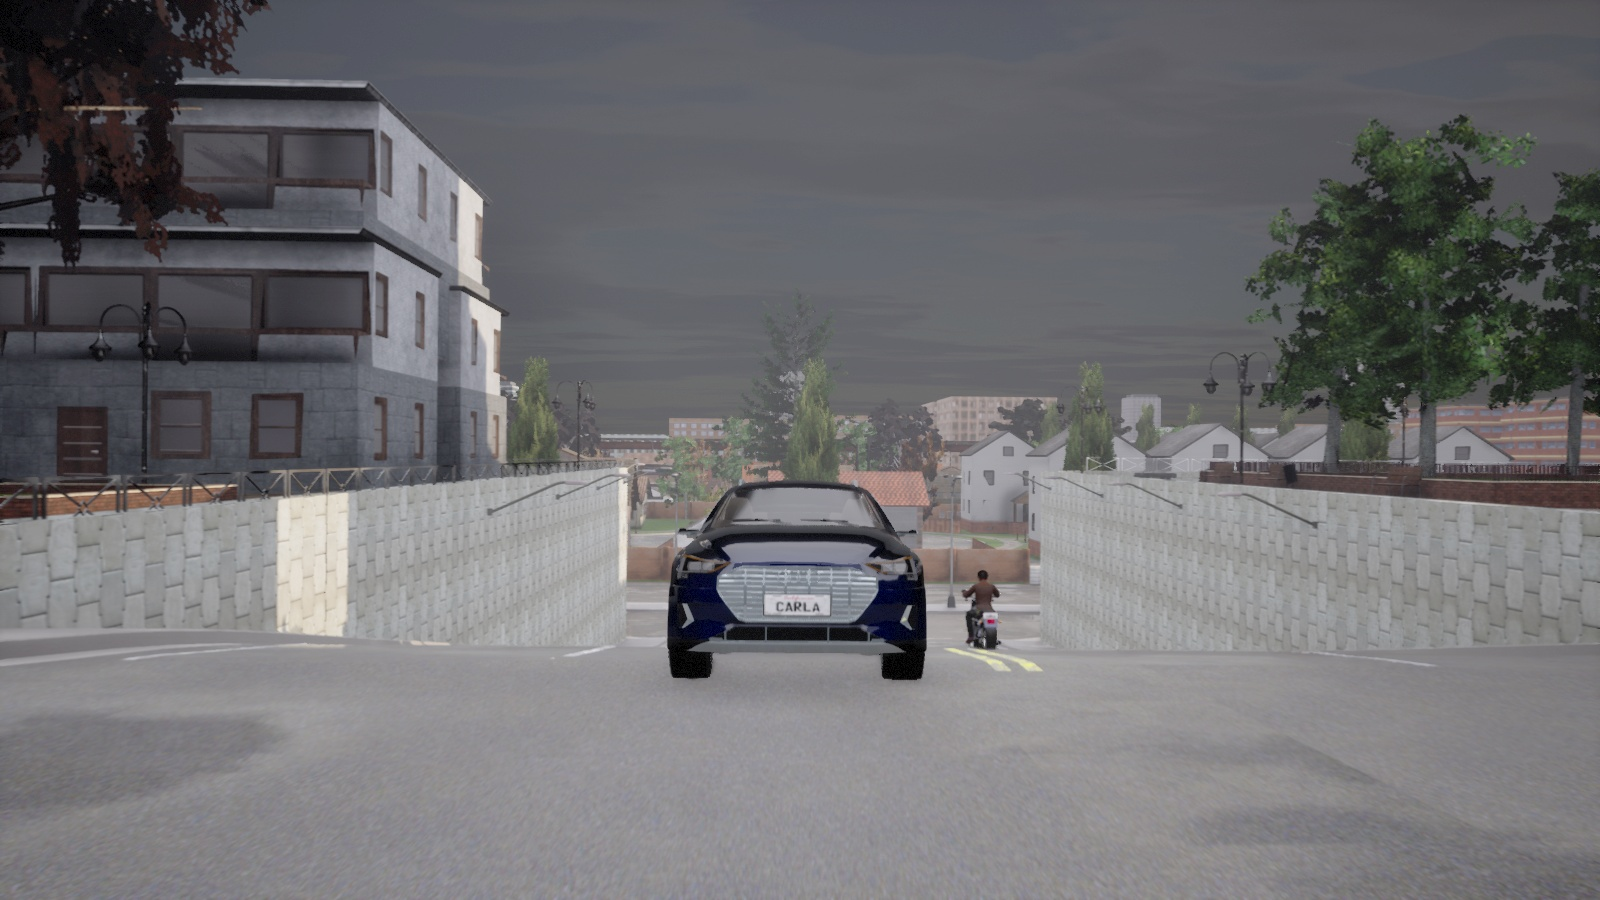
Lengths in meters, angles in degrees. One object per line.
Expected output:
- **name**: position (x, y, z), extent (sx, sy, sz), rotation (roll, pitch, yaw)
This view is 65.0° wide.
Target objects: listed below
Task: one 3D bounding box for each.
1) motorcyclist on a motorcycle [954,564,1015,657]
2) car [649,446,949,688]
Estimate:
- **motorcyclist on a motorcycle**: position (3.465, 3.070, 23.770), extent (0.766, 1.649, 2.350), rotation (0, -10, 0)
- **car**: position (-0.014, 1.028, 11.006), extent (2.033, 1.649, 4.856), rotation (0, -6, 0)
